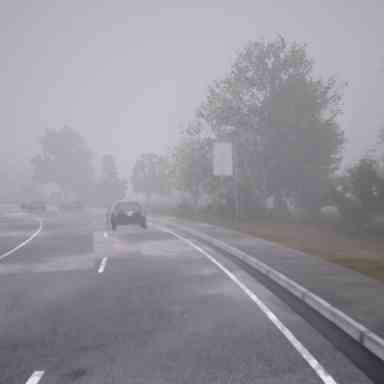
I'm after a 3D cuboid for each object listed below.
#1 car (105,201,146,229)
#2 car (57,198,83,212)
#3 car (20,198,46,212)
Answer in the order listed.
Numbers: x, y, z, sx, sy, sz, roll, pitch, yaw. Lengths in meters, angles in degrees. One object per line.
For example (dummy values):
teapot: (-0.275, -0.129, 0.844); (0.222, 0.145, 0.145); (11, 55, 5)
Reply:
car: (-4.412, 1.340, 21.750); (2.097, 1.767, 4.553); (0, 0, -19)
car: (-14.295, 1.467, 38.828); (2.128, 1.511, 4.902); (1, 0, -38)
car: (-18.293, 1.440, 38.202); (2.128, 1.511, 4.902); (1, 0, -40)
